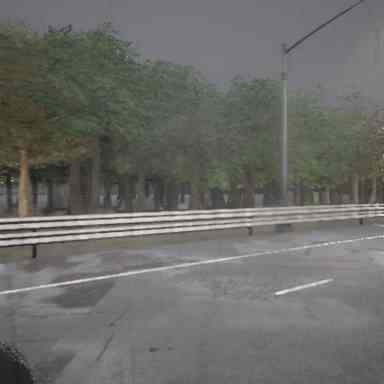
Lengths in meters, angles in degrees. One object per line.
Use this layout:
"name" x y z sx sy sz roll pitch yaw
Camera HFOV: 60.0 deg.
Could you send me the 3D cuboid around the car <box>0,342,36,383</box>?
"car" -3.282 1.498 1.410 4.892 1.490 1.837 0 0 -36
